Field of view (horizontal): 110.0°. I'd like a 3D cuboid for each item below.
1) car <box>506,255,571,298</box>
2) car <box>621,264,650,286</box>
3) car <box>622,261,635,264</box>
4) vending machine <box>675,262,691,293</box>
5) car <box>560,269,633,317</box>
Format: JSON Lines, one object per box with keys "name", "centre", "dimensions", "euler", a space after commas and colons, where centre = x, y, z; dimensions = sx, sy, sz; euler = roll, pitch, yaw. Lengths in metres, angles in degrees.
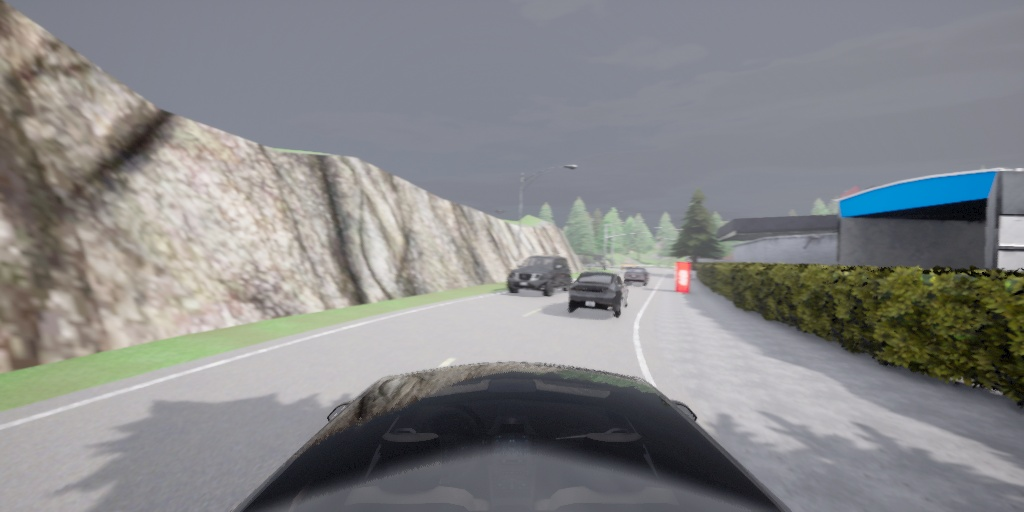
{"name": "car", "centre": [1.676, 1.002, 19.470], "dimensions": [2.150, 2.045, 5.566], "euler": [2, 0, 24]}
{"name": "car", "centre": [10.565, 1.682, 30.365], "dimensions": [2.033, 1.411, 5.357], "euler": [2, 0, 24]}
{"name": "car", "centre": [18.634, 1.613, 57.230], "dimensions": [1.882, 1.535, 5.008], "euler": [2, 0, 24]}
{"name": "vending machine", "centre": [11.500, 1.384, 24.193], "dimensions": [1.100, 2.100, 0.880], "euler": [0, 0, 24]}
{"name": "car", "centre": [3.509, 1.375, 14.138], "dimensions": [1.837, 1.490, 4.892], "euler": [2, 0, 22]}
